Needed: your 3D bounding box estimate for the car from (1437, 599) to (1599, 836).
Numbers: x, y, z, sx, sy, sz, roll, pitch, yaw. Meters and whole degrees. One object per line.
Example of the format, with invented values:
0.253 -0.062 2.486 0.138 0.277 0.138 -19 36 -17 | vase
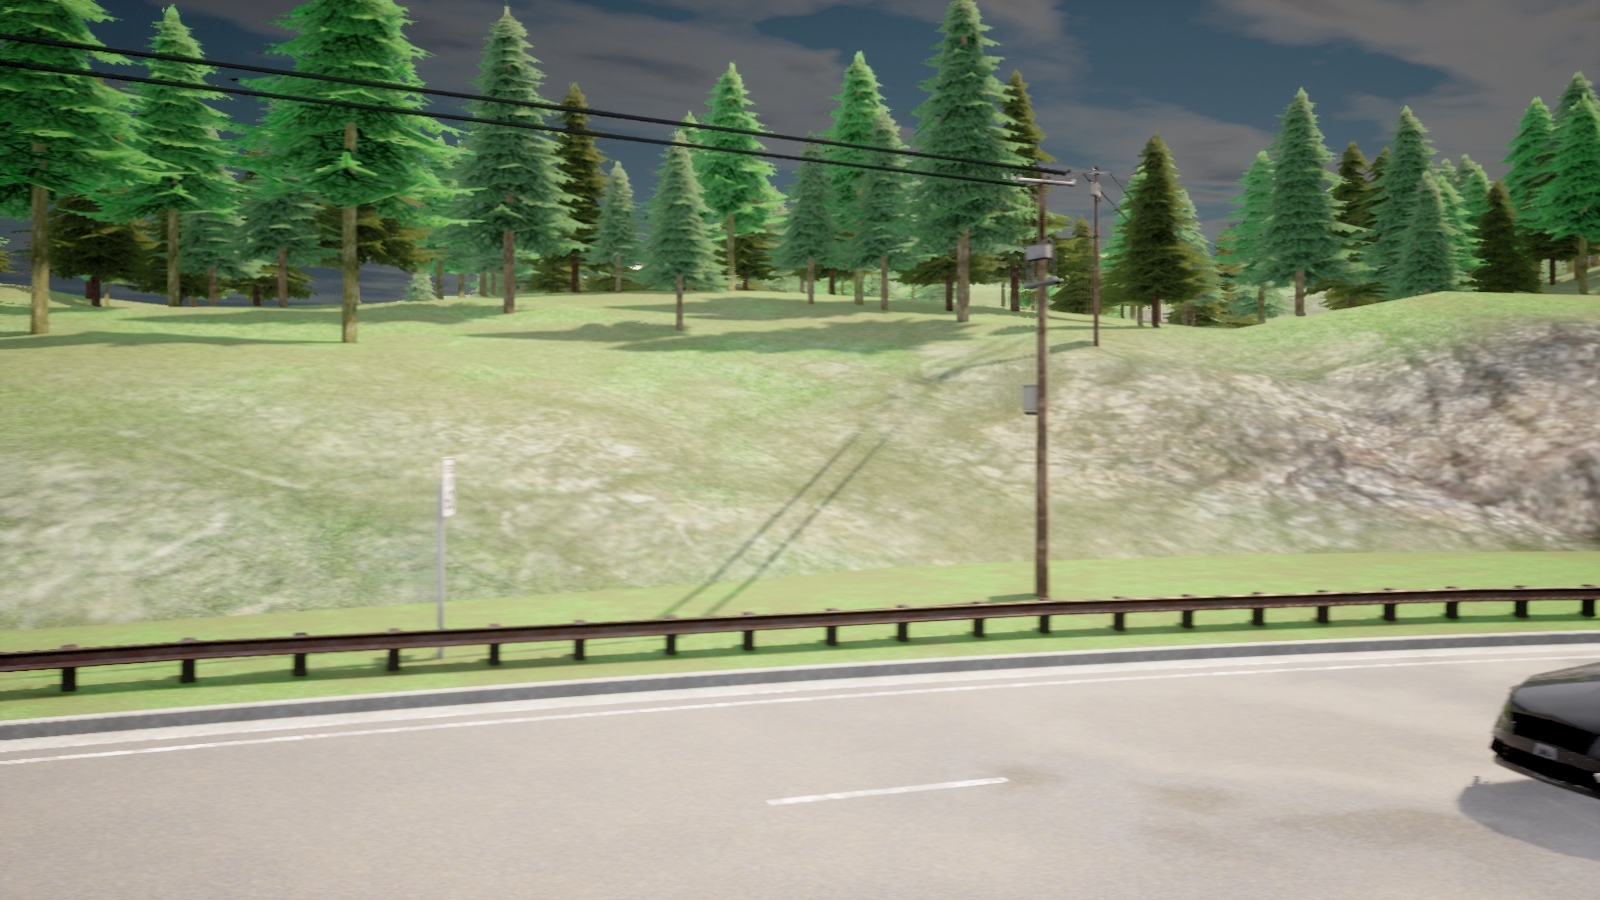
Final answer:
8.100 2.054 9.184 4.892 1.480 2.231 0 0 -10 | car
